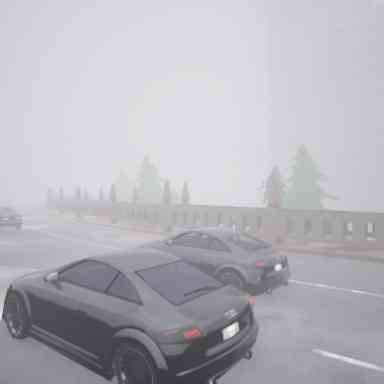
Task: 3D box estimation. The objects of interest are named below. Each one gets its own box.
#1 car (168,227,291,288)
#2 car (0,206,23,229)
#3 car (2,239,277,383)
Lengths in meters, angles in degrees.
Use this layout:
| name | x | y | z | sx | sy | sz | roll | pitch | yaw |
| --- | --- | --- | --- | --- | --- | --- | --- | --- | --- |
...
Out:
| name | x | y | z | sx | sy | sz | roll | pitch | yaw |
| --- | --- | --- | --- | --- | --- | --- | --- | --- | --- |
| car | 0.308 | 1.593 | 8.442 | 4.181 | 1.385 | 1.994 | 0 | 0 | 39 |
| car | -12.046 | 1.571 | 20.744 | 2.033 | 1.411 | 5.357 | 0 | 0 | -39 |
| car | -1.126 | 1.579 | 5.095 | 4.181 | 1.385 | 1.994 | 0 | 0 | 38 |
